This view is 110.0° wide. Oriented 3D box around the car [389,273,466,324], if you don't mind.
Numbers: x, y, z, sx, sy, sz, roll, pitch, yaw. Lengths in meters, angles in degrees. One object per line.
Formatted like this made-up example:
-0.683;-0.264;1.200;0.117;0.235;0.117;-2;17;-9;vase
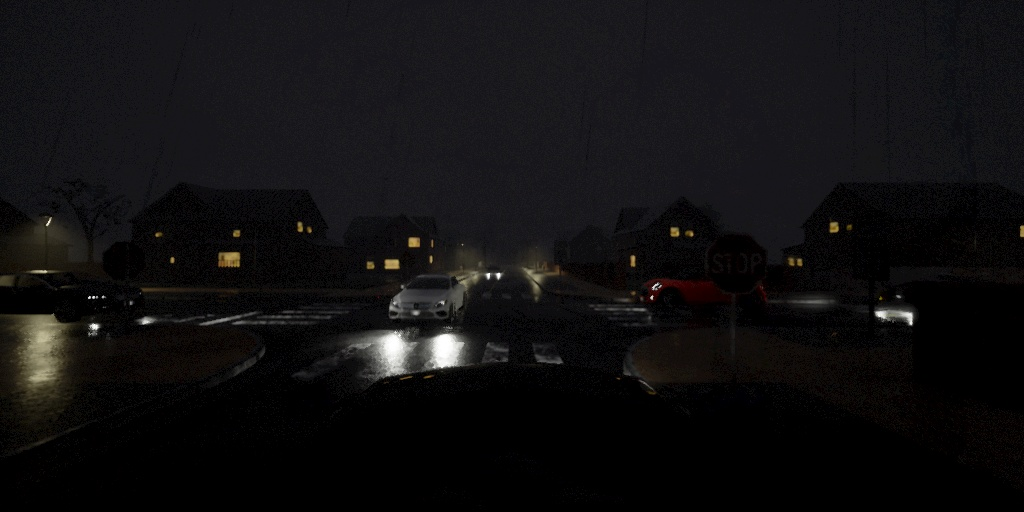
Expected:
-2.725;1.342;12.495;1.812;1.442;4.674;0;0;0;car

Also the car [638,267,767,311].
7.680;1.227;14.837;4.553;1.767;2.097;0;0;5;car

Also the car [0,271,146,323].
-14.761;1.243;11.539;4.902;1.511;2.128;0;0;0;car

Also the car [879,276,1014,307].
17.652;1.498;14.513;4.181;1.385;1.994;0;0;0;car

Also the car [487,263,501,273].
-2.653;1.704;52.777;1.895;1.301;4.718;0;-1;0;car
